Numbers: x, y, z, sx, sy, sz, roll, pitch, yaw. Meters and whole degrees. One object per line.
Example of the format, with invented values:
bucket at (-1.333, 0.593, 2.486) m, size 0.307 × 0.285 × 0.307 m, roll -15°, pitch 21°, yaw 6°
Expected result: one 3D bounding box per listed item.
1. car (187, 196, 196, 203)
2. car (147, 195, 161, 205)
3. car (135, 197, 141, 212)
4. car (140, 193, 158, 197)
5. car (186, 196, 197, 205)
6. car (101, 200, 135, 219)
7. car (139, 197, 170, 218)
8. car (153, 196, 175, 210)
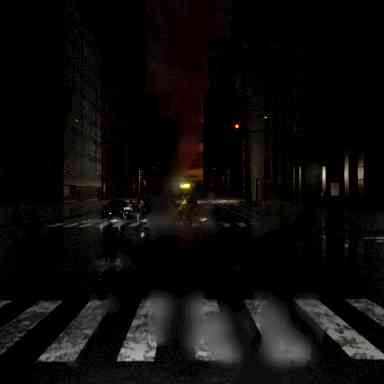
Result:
car at (-0.077, 1.570, 70.904) m, size 1.994 × 1.385 × 4.181 m, roll 0°, pitch 0°, yaw 0°
car at (-6.661, 1.360, 58.994) m, size 2.097 × 1.767 × 4.553 m, roll 0°, pitch 0°, yaw -1°
car at (-6.667, 1.605, 38.821) m, size 1.895 × 1.301 × 4.718 m, roll 0°, pitch 0°, yaw 0°
car at (-6.677, 1.227, 48.732) m, size 2.150 × 2.045 × 5.566 m, roll 0°, pitch 0°, yaw 0°
car at (-0.013, 1.555, 59.672) m, size 2.033 × 1.411 × 5.357 m, roll 0°, pitch 0°, yaw -1°
car at (-6.665, 1.507, 29.558) m, size 1.837 × 1.490 × 4.892 m, roll 0°, pitch 0°, yaw 0°
car at (-3.400, 1.480, 30.851) m, size 1.882 × 1.535 × 5.008 m, roll 0°, pitch 0°, yaw 0°
car at (-3.423, 1.530, 40.132) m, size 1.812 × 1.442 × 4.674 m, roll 0°, pitch 0°, yaw 0°
